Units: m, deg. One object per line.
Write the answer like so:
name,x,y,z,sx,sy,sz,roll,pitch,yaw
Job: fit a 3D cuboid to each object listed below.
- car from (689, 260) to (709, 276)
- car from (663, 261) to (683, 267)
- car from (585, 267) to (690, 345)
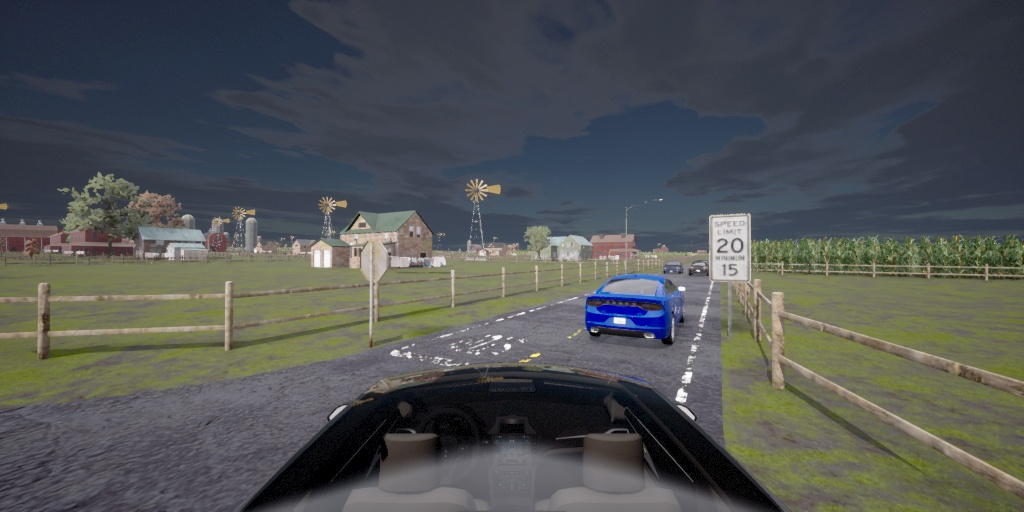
car,19.245,1.275,36.803,1.812,1.442,4.674,0,0,31
car,18.794,1.300,41.615,2.033,1.411,5.357,0,0,30
car,3.532,1.229,9.776,1.882,1.535,5.008,0,0,30
